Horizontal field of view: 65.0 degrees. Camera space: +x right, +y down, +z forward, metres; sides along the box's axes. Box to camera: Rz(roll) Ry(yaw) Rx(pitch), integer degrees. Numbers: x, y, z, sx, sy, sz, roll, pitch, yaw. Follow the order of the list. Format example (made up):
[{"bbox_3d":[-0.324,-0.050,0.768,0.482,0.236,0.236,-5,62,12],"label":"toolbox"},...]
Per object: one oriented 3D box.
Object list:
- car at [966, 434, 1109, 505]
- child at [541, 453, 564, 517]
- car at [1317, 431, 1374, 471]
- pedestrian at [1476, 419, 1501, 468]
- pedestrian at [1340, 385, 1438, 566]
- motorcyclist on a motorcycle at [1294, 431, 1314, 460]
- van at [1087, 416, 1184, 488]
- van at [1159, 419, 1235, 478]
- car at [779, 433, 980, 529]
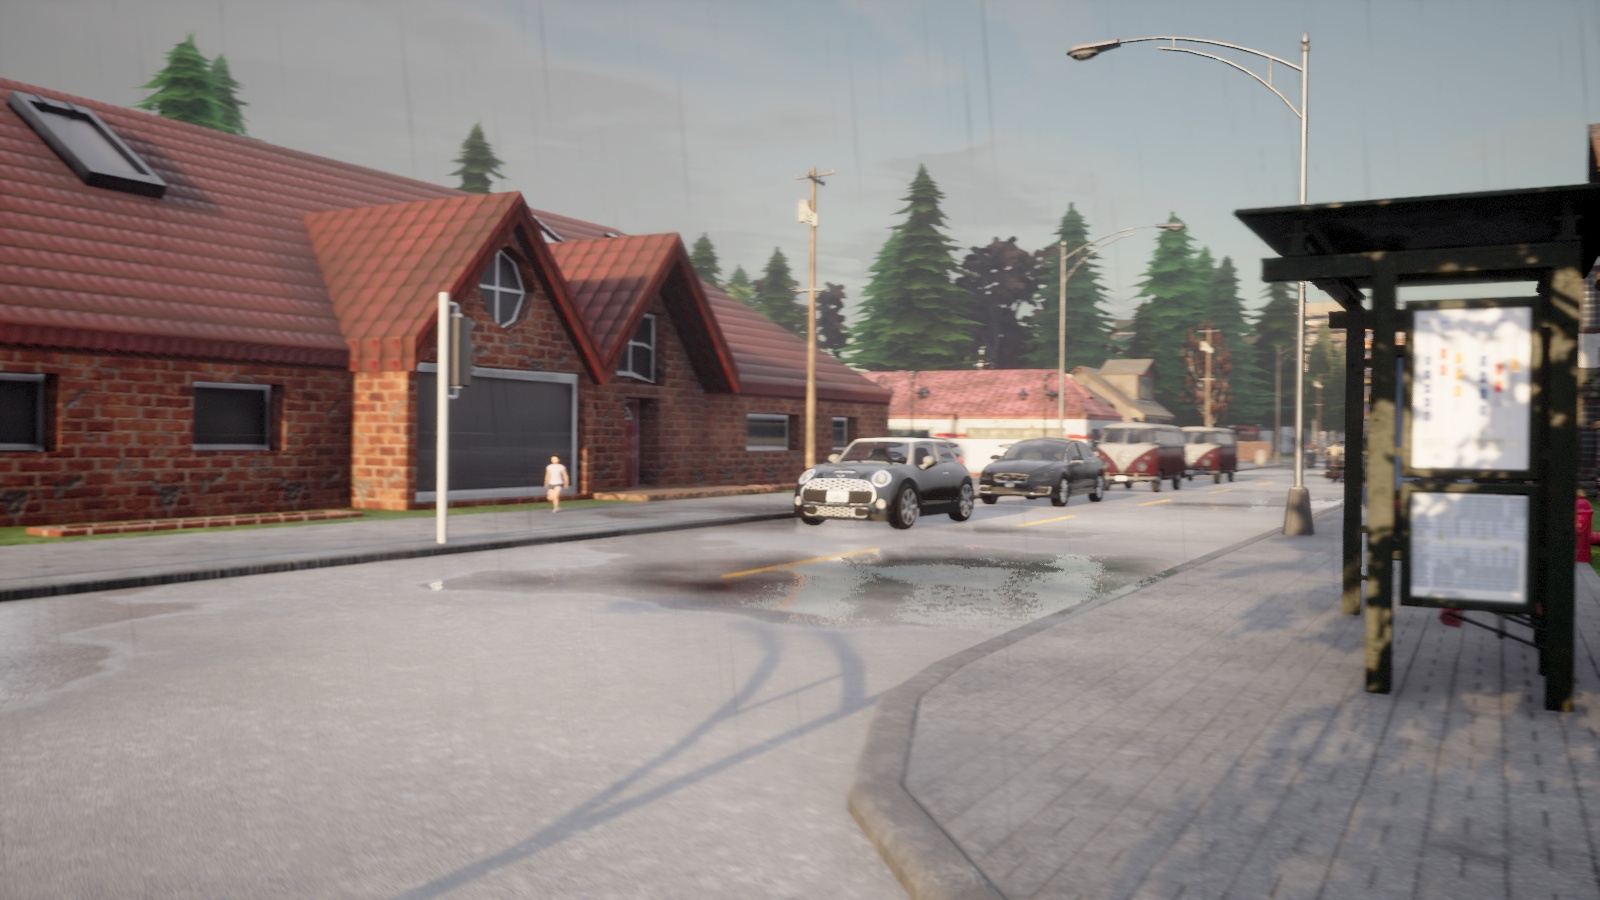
[{"bbox_3d":[5.597,0.391,29.083,1.837,1.490,4.892,0,1,29],"label":"car"},{"bbox_3d":[-4.354,0.619,22.115,0.255,1.110,0.394,0,1,10],"label":"child"},{"bbox_3d":[22.299,0.014,51.295,1.789,1.549,3.705,0,1,29],"label":"car"},{"bbox_3d":[26.187,-0.244,47.751,0.634,1.844,0.899,0,1,41],"label":"pedestrian"},{"bbox_3d":[6.336,0.256,13.501,0.874,1.855,0.900,0,1,30],"label":"pedestrian"},{"bbox_3d":[28.629,-0.269,71.248,0.766,1.649,2.350,0,1,29],"label":"motorcyclist on a motorcycle"},{"bbox_3d":[9.960,0.025,37.062,1.775,1.987,4.442,0,1,29],"label":"van"},{"bbox_3d":[14.226,-0.088,44.866,1.775,1.987,4.442,0,1,29],"label":"van"},{"bbox_3d":[1.459,0.461,21.490,1.970,1.475,3.806,0,1,29],"label":"car"}]
